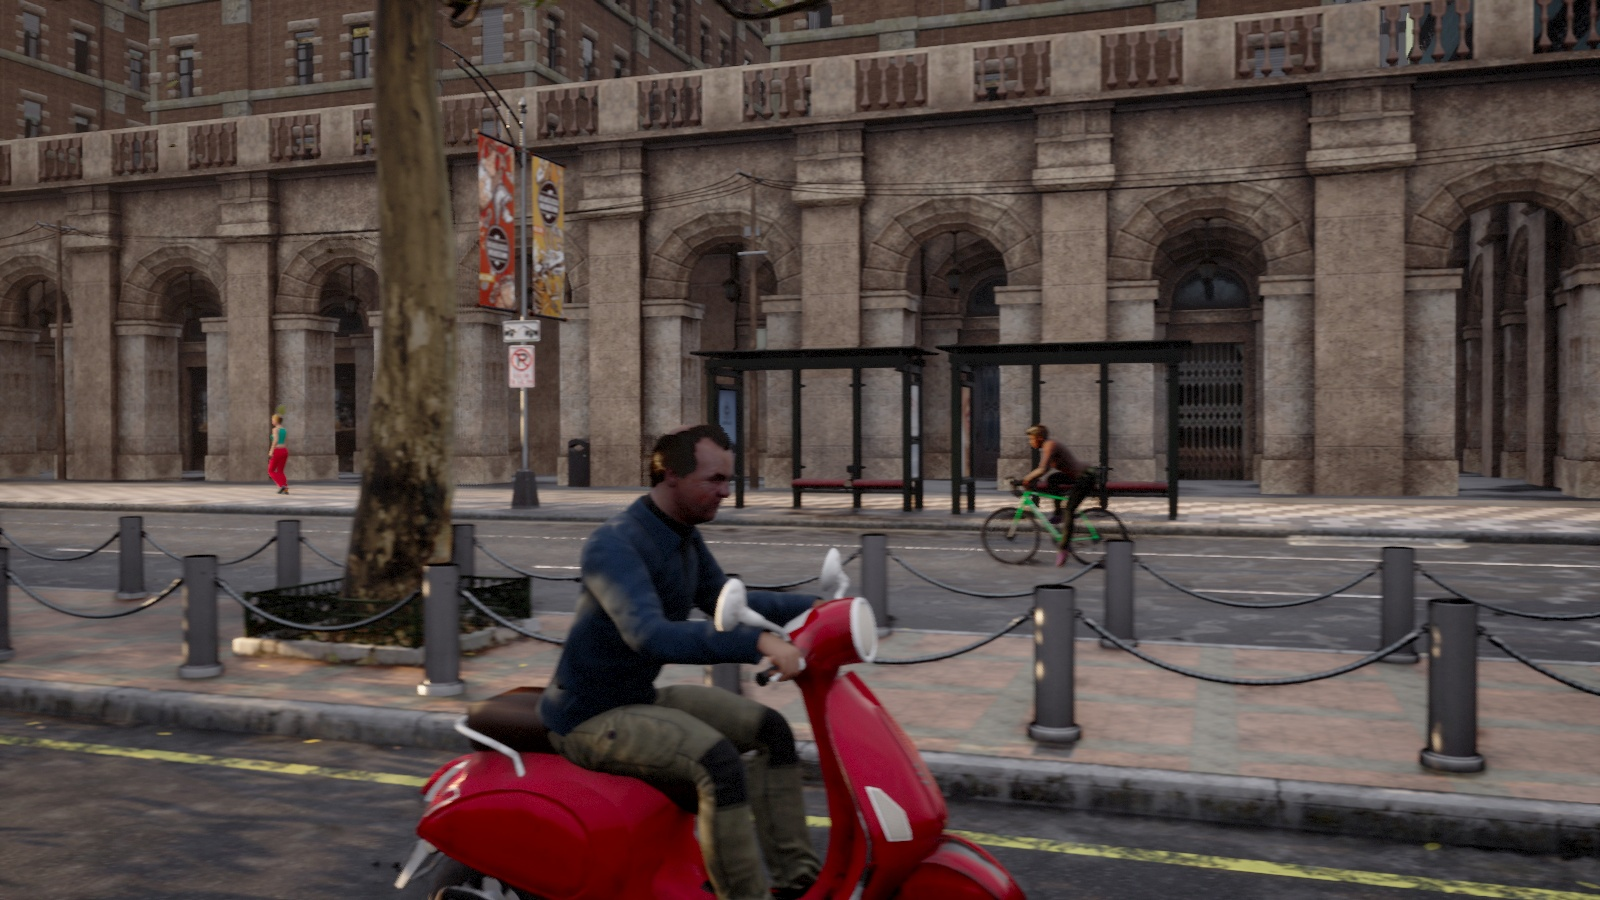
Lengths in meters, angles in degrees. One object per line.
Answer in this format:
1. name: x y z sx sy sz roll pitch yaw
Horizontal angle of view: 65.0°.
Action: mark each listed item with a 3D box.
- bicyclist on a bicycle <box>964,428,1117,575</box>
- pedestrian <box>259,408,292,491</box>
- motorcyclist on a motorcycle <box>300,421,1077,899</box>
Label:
1. bicyclist on a bicycle: 2.755 0.557 14.396 1.656 1.620 0.582 0 1 19
2. pedestrian: -11.719 -0.024 28.075 0.594 1.836 0.345 1 1 20
3. motorcyclist on a motorcycle: -0.257 0.725 3.280 1.817 1.590 0.866 1 1 19
